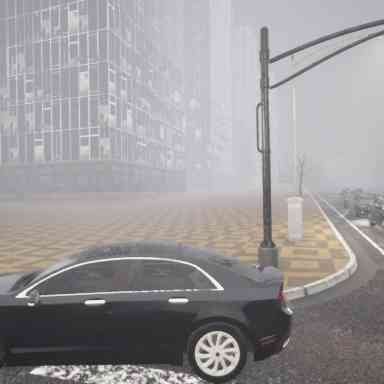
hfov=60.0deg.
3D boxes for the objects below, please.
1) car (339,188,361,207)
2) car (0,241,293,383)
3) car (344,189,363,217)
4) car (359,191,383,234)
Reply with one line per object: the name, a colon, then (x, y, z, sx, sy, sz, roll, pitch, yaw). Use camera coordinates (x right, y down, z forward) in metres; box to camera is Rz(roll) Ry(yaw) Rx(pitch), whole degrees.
car: (13.008, 0.453, 26.793, 2.128, 1.511, 4.902, -1, 2, 18)
car: (-1.093, 1.505, 4.778, 4.892, 1.490, 1.837, 0, 0, 0)
car: (11.023, 0.759, 20.726, 1.994, 1.385, 4.181, -1, 2, 17)
car: (8.983, 0.928, 14.429, 2.128, 1.511, 4.902, -1, 2, 18)
